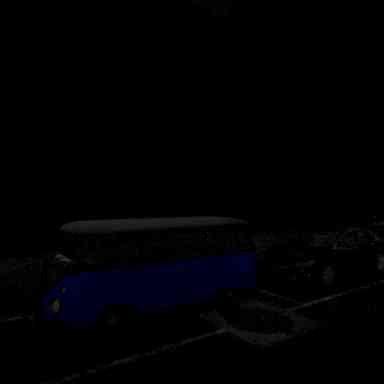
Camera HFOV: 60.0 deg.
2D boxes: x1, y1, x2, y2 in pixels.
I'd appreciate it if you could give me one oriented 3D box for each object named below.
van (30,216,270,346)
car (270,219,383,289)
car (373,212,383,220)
[{"bbox_3d":[-0.624,1.364,6.091,3.998,1.788,1.690,1,0,-36],"label":"van"},{"bbox_3d":[3.812,1.615,9.255,4.403,1.369,2.008,1,0,-36],"label":"car"},{"bbox_3d":[8.250,1.423,12.422,5.009,1.841,2.192,1,0,-36],"label":"car"}]
